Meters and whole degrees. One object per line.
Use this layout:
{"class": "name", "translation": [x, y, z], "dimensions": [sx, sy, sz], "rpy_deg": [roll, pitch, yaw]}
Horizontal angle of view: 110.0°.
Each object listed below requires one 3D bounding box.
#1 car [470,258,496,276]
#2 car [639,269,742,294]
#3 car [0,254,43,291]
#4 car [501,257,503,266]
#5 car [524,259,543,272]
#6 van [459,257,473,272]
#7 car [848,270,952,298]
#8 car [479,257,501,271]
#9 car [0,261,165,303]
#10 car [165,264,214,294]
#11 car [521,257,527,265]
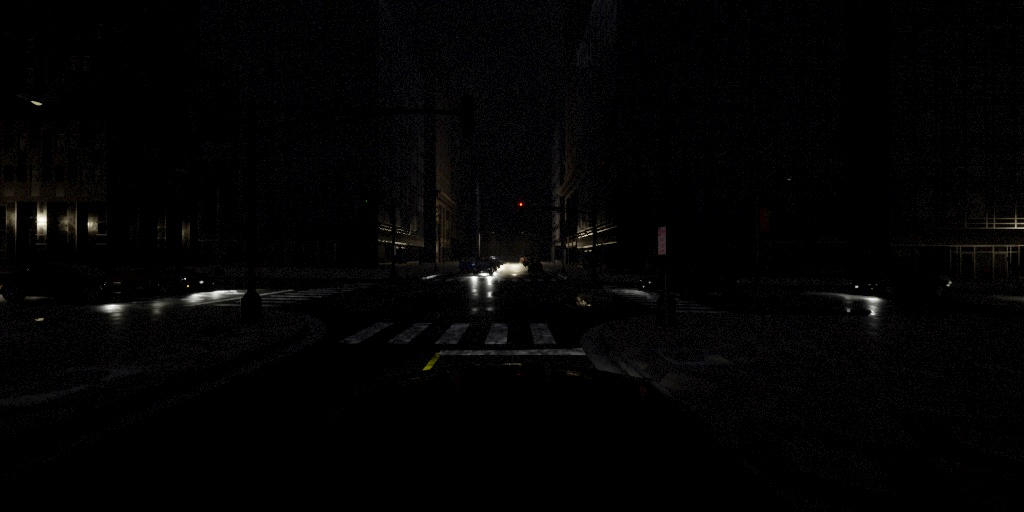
{"class": "car", "translation": [-2.925, 1.253, 37.232], "dimensions": [1.812, 1.442, 4.674], "rpy_deg": [0, 0, 0]}
{"class": "car", "translation": [10.416, 1.460, 21.106], "dimensions": [5.357, 1.411, 2.033], "rpy_deg": [1, 0, 0]}
{"class": "car", "translation": [-27.026, 0.758, 17.875], "dimensions": [4.553, 1.767, 2.097], "rpy_deg": [1, 0, 0]}
{"class": "car", "translation": [-2.788, 1.225, 56.250], "dimensions": [1.812, 1.442, 4.674], "rpy_deg": [0, 0, 0]}
{"class": "car", "translation": [2.886, 1.283, 45.092], "dimensions": [1.948, 1.339, 4.313], "rpy_deg": [0, 0, 0]}
{"class": "van", "translation": [-5.639, 1.058, 45.147], "dimensions": [1.690, 1.789, 3.998], "rpy_deg": [0, 0, 0]}
{"class": "car", "translation": [22.667, 1.581, 21.036], "dimensions": [4.892, 1.490, 1.837], "rpy_deg": [0, 0, 0]}
{"class": "car", "translation": [-2.869, 1.207, 46.350], "dimensions": [2.128, 1.511, 4.902], "rpy_deg": [0, 0, 0]}
{"class": "car", "translation": [-17.608, 0.993, 14.568], "dimensions": [5.008, 1.535, 1.882], "rpy_deg": [1, 0, 0]}
{"class": "car", "translation": [-17.417, 1.094, 17.817], "dimensions": [4.181, 1.385, 1.994], "rpy_deg": [1, 0, 0]}
{"class": "car", "translation": [2.997, 1.270, 62.040], "dimensions": [1.802, 1.307, 4.207], "rpy_deg": [0, 0, 0]}
